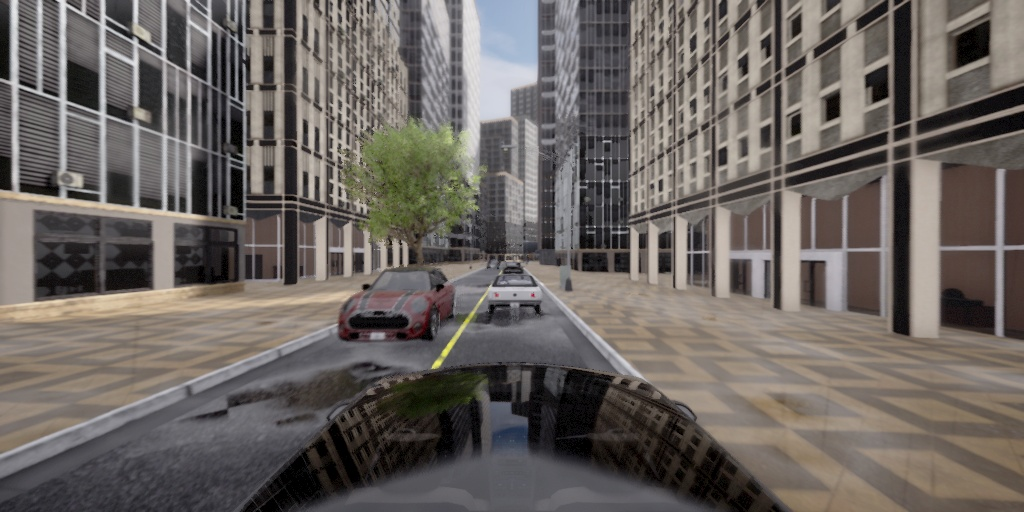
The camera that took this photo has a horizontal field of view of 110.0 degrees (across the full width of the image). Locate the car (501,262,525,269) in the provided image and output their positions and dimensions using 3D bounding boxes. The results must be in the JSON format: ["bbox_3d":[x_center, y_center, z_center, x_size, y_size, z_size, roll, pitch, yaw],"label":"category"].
[{"bbox_3d":[0.095,1.267,32.059,1.837,1.490,4.892,0,0,0],"label":"car"}]

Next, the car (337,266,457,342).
[{"bbox_3d":[-2.853,1.103,9.849,2.097,1.767,4.553,0,0,0],"label":"car"}]

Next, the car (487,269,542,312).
[{"bbox_3d":[0.098,1.352,14.266,1.895,1.301,4.718,0,0,0],"label":"car"}]

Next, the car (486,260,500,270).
[{"bbox_3d":[-2.759,1.329,53.338,2.128,1.511,4.902,0,0,0],"label":"car"}]
